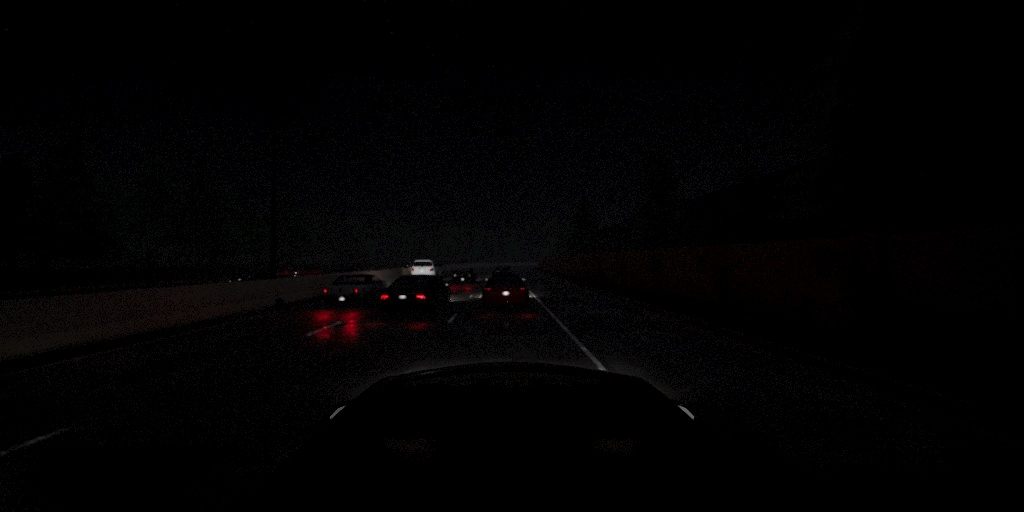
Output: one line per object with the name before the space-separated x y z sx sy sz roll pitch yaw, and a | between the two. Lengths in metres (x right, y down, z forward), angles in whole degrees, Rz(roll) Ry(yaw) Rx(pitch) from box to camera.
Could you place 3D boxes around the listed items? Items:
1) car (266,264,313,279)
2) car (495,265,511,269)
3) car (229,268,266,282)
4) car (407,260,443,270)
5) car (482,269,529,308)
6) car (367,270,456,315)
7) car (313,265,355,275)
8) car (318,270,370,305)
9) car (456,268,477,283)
car | -18.444 1.508 30.963 2.097 1.767 4.553 0 -1 -2
car | -0.851 1.625 34.624 2.128 1.511 4.902 0 -1 -2
car | -21.938 1.730 30.765 1.994 1.385 4.181 0 -1 -2
car | -7.819 1.367 33.469 2.150 2.045 5.566 0 -1 -2
car | -0.304 1.483 16.264 1.994 1.385 4.181 0 -1 -2
car | -3.753 1.459 14.539 2.033 1.411 5.357 0 -1 -2
car | -14.950 1.651 31.227 1.837 1.490 4.892 0 -1 -2
car | -7.342 1.561 17.536 1.895 1.301 4.718 0 -1 -2
car | -4.300 1.727 32.912 1.895 1.301 4.718 0 -1 -2
